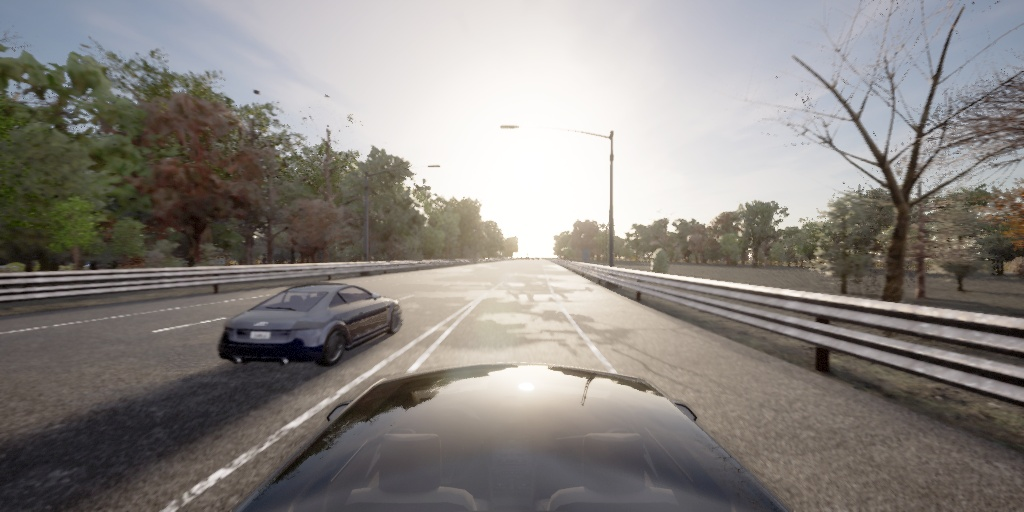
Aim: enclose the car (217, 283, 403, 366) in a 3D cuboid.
[{"bbox_3d":[-4.027,1.294,7.965,1.994,1.385,4.181,0,0,4],"label":"car"}]
